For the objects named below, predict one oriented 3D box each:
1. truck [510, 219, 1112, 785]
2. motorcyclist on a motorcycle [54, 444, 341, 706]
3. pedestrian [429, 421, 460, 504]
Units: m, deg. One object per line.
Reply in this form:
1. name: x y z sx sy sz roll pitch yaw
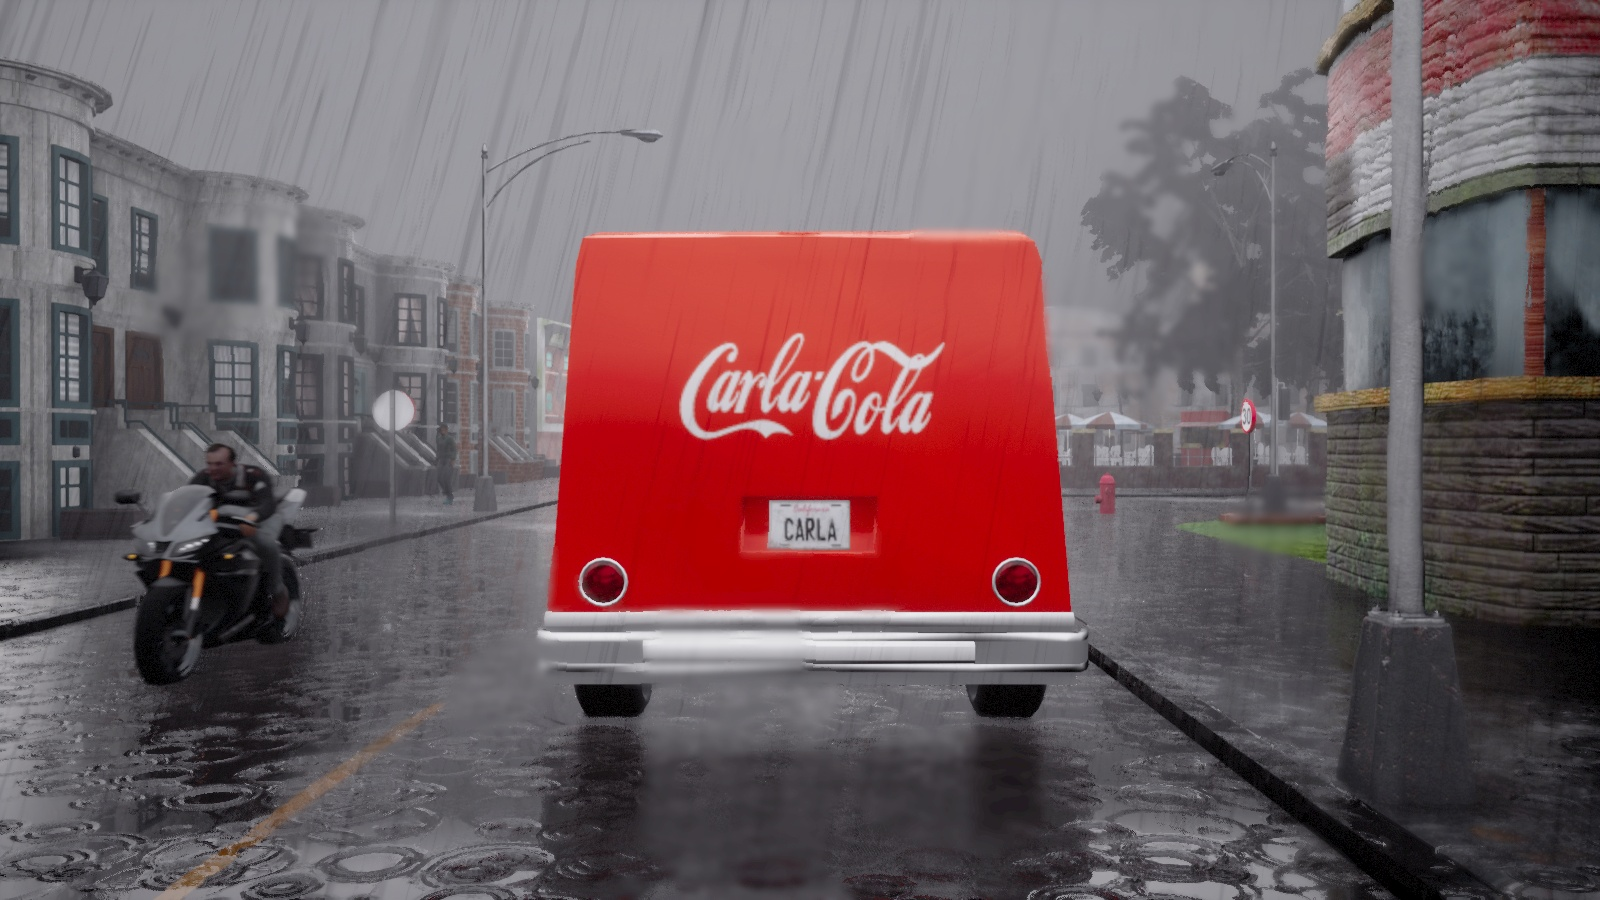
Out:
1. truck: 0.060 0.212 8.087 2.627 2.467 5.204 0 0 0
2. motorcyclist on a motorcycle: -3.933 0.728 8.456 0.866 1.530 2.191 0 0 0
3. pedestrian: -8.020 0.281 28.343 0.353 1.847 0.614 0 0 25
